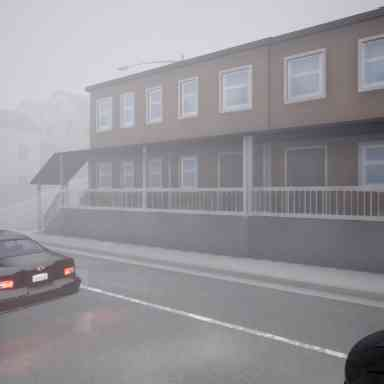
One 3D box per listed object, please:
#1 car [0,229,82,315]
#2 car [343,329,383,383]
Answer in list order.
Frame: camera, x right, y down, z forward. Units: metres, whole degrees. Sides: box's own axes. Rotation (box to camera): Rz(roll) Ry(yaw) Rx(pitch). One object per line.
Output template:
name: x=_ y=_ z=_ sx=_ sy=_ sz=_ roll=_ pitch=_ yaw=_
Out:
car: x=-4.709 y=1.547 z=7.320 sx=5.357 sy=1.411 sz=2.033 roll=0 pitch=0 yaw=36
car: x=3.417 y=1.478 z=1.551 sx=5.008 sy=1.535 sz=1.882 roll=0 pitch=0 yaw=35
